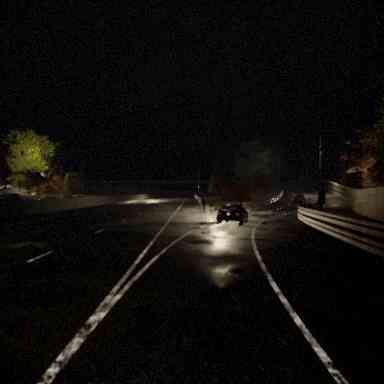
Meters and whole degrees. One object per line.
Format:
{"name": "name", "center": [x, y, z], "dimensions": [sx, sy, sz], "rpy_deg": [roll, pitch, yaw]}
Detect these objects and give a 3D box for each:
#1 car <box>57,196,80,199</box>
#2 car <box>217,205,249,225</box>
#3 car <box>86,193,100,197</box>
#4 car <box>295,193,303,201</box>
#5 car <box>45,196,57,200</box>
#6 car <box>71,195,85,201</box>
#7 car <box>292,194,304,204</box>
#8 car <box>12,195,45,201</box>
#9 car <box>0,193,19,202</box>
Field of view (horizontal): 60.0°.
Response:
{"name": "car", "center": [-24.605, 1.509, 66.501], "dimensions": [1.812, 1.442, 4.674], "rpy_deg": [0, 0, 0]}
{"name": "car", "center": [3.131, 1.653, 24.906], "dimensions": [2.033, 1.411, 5.357], "rpy_deg": [2, -2, 15]}
{"name": "car", "center": [-24.631, 1.028, 82.880], "dimensions": [2.150, 2.045, 5.566], "rpy_deg": [0, 0, 0]}
{"name": "car", "center": [26.193, 1.229, 81.074], "dimensions": [1.812, 1.442, 4.674], "rpy_deg": [0, 4, 19]}
{"name": "car", "center": [-28.105, 1.535, 66.373], "dimensions": [1.994, 1.385, 4.181], "rpy_deg": [0, 0, 0]}
{"name": "car", "center": [-28.130, 1.413, 82.458], "dimensions": [1.895, 1.301, 4.718], "rpy_deg": [0, 0, 0]}
{"name": "car", "center": [22.712, 1.783, 71.591], "dimensions": [1.882, 1.535, 5.008], "rpy_deg": [0, 3, 20]}
{"name": "car", "center": [-24.624, 1.577, 50.412], "dimensions": [1.895, 1.301, 4.718], "rpy_deg": [0, 0, 0]}
{"name": "car", "center": [-28.122, 1.196, 50.331], "dimensions": [2.150, 2.045, 5.566], "rpy_deg": [0, 0, 0]}
